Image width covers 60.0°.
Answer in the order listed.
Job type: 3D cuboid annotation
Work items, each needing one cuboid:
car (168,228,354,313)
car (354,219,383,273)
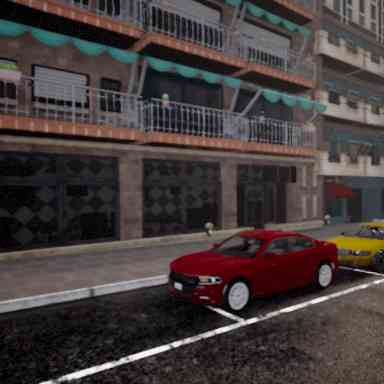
[{"bbox_3d":[1.570,1.573,7.695,4.507,1.381,1.887,0,-1,-35],"label":"car"},{"bbox_3d":[6.044,1.581,10.888,4.829,1.417,1.752,0,-1,-36],"label":"car"}]
